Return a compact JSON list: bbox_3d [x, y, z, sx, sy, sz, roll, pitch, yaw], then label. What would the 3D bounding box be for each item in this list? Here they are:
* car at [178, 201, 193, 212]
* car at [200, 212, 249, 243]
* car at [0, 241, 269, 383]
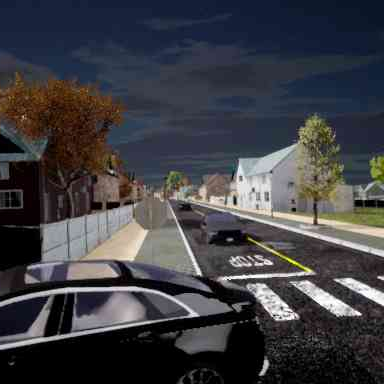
[{"bbox_3d":[-0.967,2.065,48.201,1.994,1.385,4.181,-2,0,-5],"label":"car"},{"bbox_3d":[1.483,1.758,17.485,2.033,1.411,5.357,-2,0,-5],"label":"car"},{"bbox_3d":[-1.581,1.522,3.353,4.902,1.511,2.128,1,-1,-22],"label":"car"}]
